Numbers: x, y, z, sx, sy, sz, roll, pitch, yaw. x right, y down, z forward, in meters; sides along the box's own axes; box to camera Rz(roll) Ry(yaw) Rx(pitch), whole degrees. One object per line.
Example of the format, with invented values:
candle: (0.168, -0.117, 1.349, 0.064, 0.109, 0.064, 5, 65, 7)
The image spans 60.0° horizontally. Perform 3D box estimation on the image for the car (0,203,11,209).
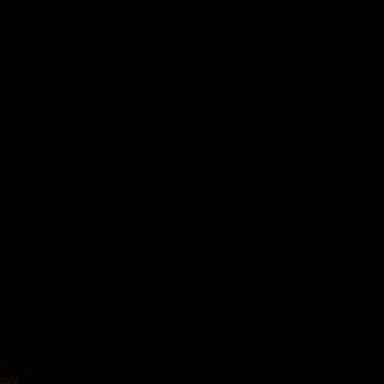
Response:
car: (-42.764, 3.175, 75.492, 2.128, 1.511, 4.902, 0, -2, -7)
